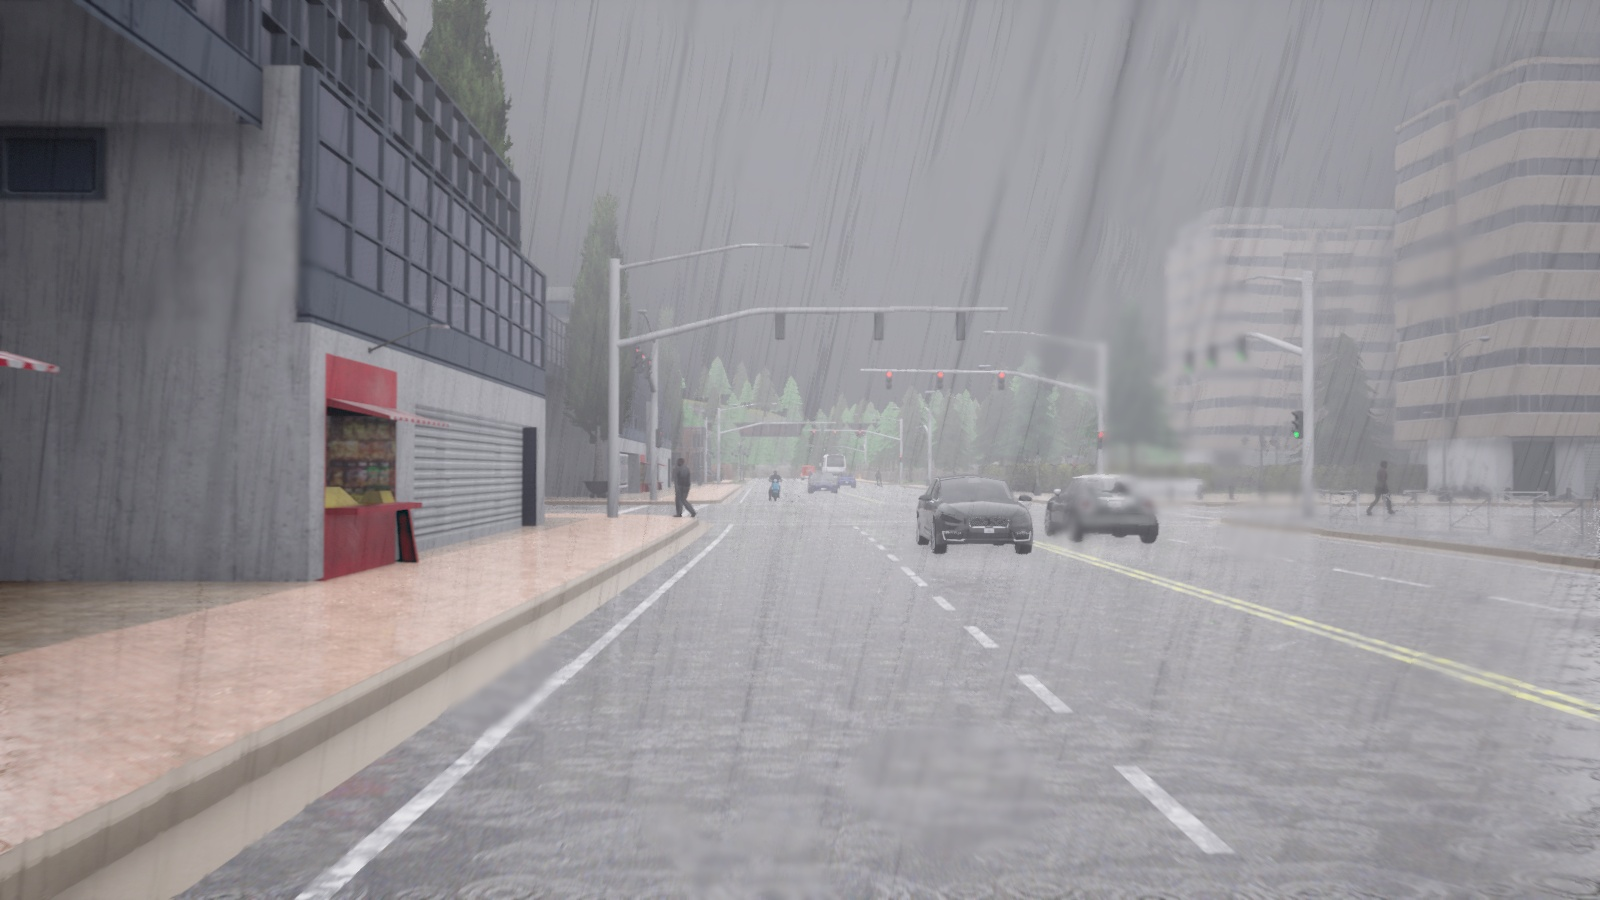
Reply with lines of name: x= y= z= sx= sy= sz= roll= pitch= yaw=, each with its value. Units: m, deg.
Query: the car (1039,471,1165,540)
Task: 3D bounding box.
car: x=6.904 y=1.240 z=29.108 sx=1.970 sy=1.475 sz=3.806 roll=0 pitch=-1 yaw=0

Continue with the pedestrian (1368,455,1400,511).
pedestrian: x=18.973 y=1.080 z=40.782 sx=0.869 sy=1.805 sz=0.328 roll=0 pitch=-1 yaw=-2

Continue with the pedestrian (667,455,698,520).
pedestrian: x=-3.471 y=1.107 z=37.058 sx=0.849 sy=1.883 sz=0.563 roll=0 pitch=-1 yaw=-1

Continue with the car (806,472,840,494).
car: x=1.592 y=2.277 z=87.740 sx=2.163 sy=1.488 sz=4.792 roll=0 pitch=-1 yaw=-2

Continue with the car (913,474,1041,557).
car: x=3.433 y=1.228 z=25.228 sx=1.837 sy=1.490 sz=4.892 roll=0 pitch=-1 yaw=0

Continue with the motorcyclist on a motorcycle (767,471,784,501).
motorcyclist on a motorcycle: x=-1.269 y=1.874 z=65.742 sx=0.866 sy=1.590 sz=1.817 roll=0 pitch=-1 yaw=-2
